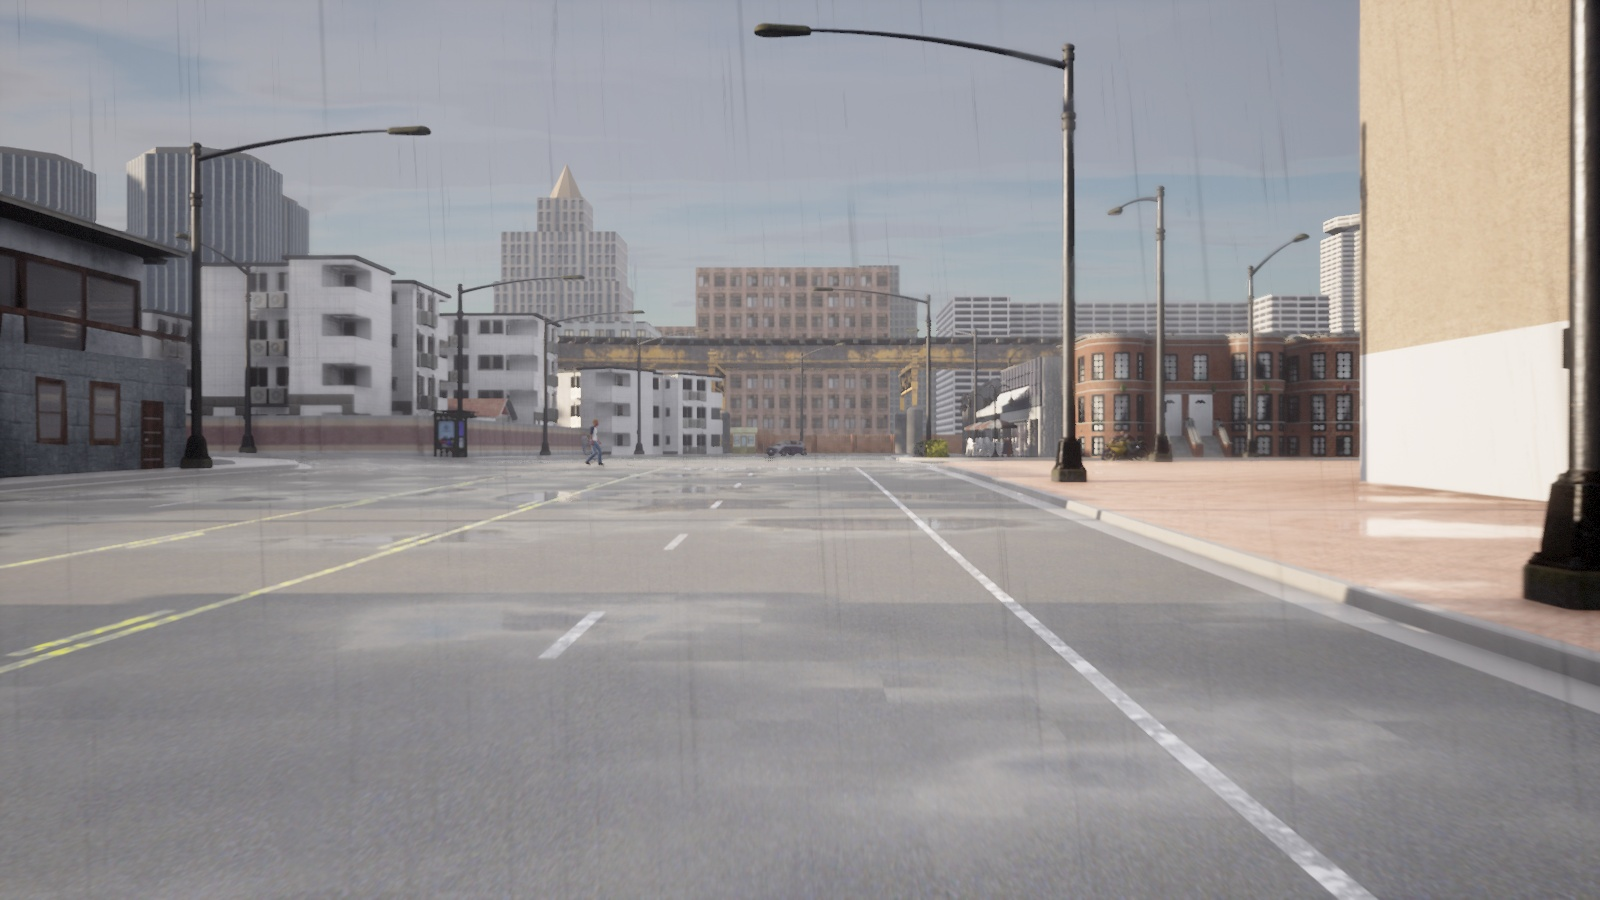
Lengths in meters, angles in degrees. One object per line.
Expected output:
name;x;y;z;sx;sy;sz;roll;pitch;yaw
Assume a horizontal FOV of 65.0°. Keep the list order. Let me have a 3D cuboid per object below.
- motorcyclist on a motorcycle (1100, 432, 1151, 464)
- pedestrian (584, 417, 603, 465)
motorcyclist on a motorcycle;15.380;-0.088;59.304;2.191;1.530;0.866;0;0;2
pedestrian;-7.874;-0.351;47.908;0.706;1.836;0.354;0;0;-3
